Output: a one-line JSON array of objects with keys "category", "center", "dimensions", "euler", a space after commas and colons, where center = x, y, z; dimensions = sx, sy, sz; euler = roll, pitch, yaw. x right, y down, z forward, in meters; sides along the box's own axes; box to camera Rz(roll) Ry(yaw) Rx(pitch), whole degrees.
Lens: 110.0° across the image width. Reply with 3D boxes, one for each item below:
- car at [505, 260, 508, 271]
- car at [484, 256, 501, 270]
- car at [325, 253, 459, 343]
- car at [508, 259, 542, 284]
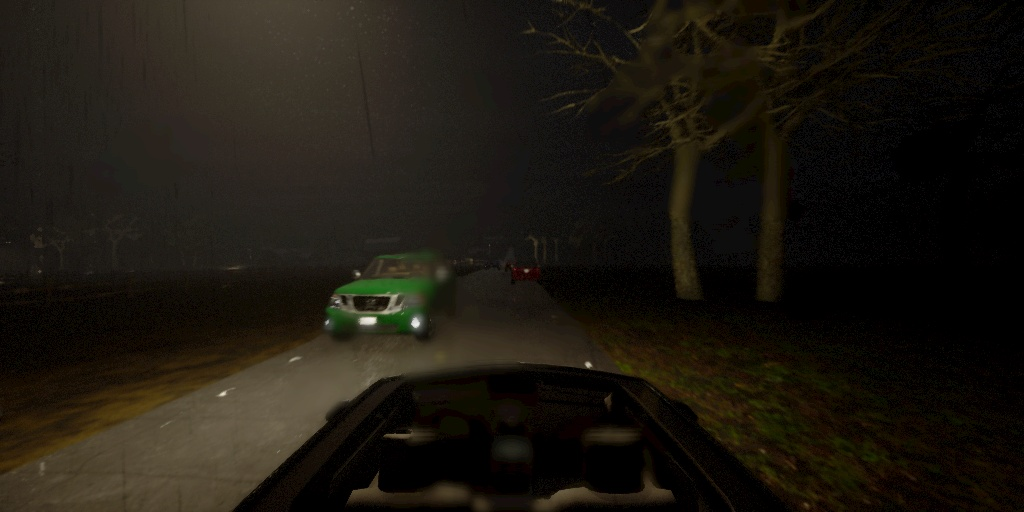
[{"category": "car", "center": [0.041, 1.195, 48.853], "dimensions": [1.882, 1.535, 5.008], "euler": [0, -1, 0]}, {"category": "car", "center": [-2.785, 0.953, 52.027], "dimensions": [2.150, 2.045, 5.566], "euler": [0, 0, 1]}, {"category": "car", "center": [-2.845, 0.922, 9.894], "dimensions": [2.150, 2.045, 5.566], "euler": [0, 0, 0]}, {"category": "car", "center": [0.967, 1.024, 25.936], "dimensions": [2.097, 1.767, 4.553], "euler": [0, 0, 0]}]
